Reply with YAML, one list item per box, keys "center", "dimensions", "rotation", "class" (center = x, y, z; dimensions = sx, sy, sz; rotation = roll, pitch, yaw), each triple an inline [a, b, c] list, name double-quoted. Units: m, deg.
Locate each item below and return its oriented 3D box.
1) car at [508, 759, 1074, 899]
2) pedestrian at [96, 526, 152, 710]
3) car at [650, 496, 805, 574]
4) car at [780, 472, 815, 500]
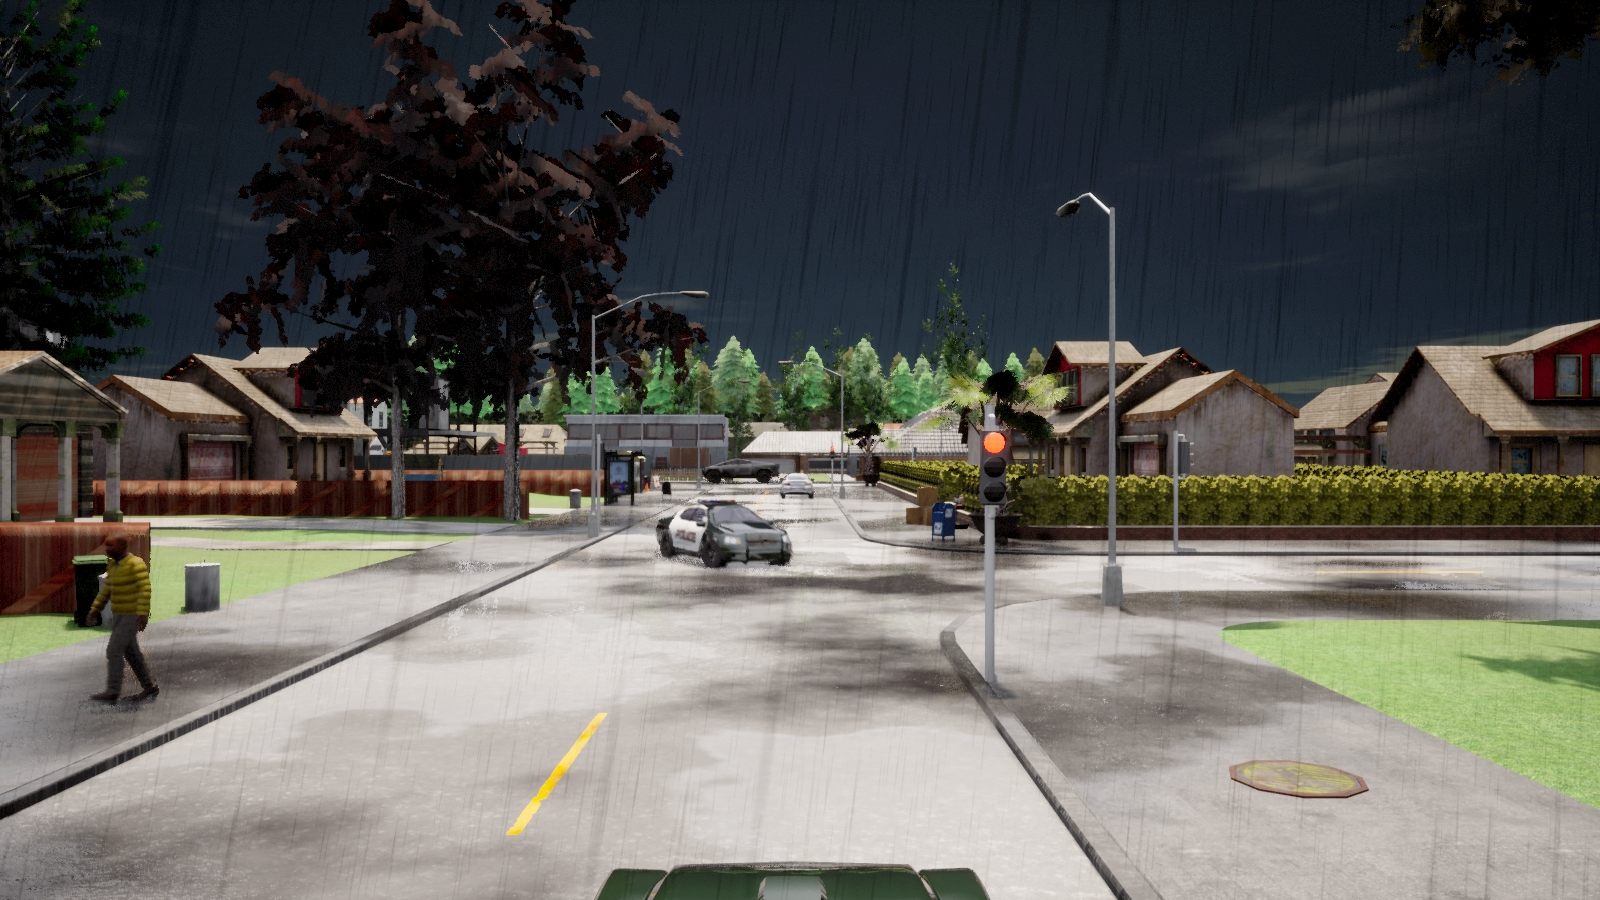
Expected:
- center: [-0.028, 2.155, 3.193]
  dimensions: [1.895, 1.301, 4.718]
  rotation: [0, 0, 0]
  class: "car"
- center: [-7.123, 1.746, 12.039]
  dimensions: [0.375, 1.860, 0.375]
  rotation: [0, 0, 33]
  class: "pedestrian"
- center: [-1.934, 2.037, 28.584]
  dimensions: [2.038, 1.542, 4.974]
  rotation: [0, 0, -27]
  class: "car"
- center: [-0.164, 2.081, 66.907]
  dimensions: [2.002, 1.442, 4.674]
  rotation: [0, 0, 0]
  class: "car"
